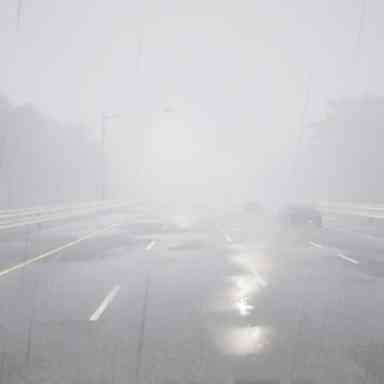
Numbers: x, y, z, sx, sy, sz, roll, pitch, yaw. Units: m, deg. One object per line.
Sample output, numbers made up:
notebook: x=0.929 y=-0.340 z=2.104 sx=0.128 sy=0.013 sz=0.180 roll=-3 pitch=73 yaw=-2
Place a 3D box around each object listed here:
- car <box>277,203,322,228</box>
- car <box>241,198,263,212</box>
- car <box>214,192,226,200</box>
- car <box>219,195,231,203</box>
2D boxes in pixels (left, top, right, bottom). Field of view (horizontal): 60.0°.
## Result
car: x=7.033 y=1.506 z=22.171 sx=1.837 sy=1.490 sz=4.892 roll=0 pitch=0 yaw=0
car: x=7.096 y=1.493 z=39.617 sx=1.882 sy=1.535 sz=5.008 roll=0 pitch=0 yaw=0
car: x=7.400 y=1.479 z=85.581 sx=1.812 sy=1.442 sz=4.674 roll=0 pitch=0 yaw=0
car: x=7.289 y=1.497 z=70.547 sx=1.812 sy=1.442 sz=4.674 roll=0 pitch=0 yaw=0
